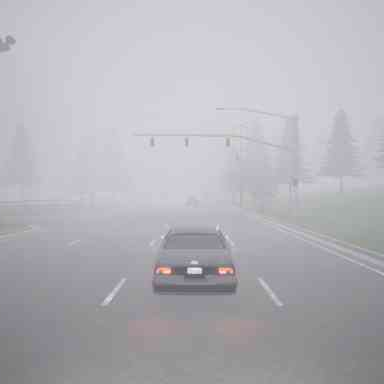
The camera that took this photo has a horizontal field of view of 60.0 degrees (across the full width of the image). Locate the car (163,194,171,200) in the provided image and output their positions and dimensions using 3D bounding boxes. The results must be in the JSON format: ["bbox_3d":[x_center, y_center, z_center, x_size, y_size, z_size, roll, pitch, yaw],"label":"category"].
[{"bbox_3d":[-6.981,1.385,93.955,1.994,1.385,4.181,0,0,0],"label":"car"}]

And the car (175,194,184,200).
[{"bbox_3d":[-3.481,1.357,93.955,2.128,1.511,4.902,0,0,0],"label":"car"}]

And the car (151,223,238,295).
[{"bbox_3d":[0.068,1.547,8.852,2.033,1.411,5.357,0,0,0],"label":"car"}]

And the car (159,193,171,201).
[{"bbox_3d":[-6.983,1.217,83.565,2.150,2.045,5.566,0,0,0],"label":"car"}]

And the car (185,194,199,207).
[{"bbox_3d":[0.009,1.352,52.891,2.097,1.767,4.553,0,0,0],"label":"car"}]

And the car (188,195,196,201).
[{"bbox_3d":[0.017,1.531,83.534,2.033,1.411,5.357,0,0,0],"label":"car"}]

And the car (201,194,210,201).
[{"bbox_3d":[3.517,1.492,83.533,1.837,1.490,4.892,0,0,0],"label":"car"}]

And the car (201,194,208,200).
[{"bbox_3d":[3.519,1.310,93.953,1.882,1.535,5.008,0,0,0],"label":"car"}]

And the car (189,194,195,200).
[{"bbox_3d":[0.019,1.310,93.954,1.882,1.535,5.008,0,0,0],"label":"car"}]

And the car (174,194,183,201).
[{"bbox_3d":[-3.483,1.517,83.951,1.812,1.442,4.674,0,0,0],"label":"car"}]
